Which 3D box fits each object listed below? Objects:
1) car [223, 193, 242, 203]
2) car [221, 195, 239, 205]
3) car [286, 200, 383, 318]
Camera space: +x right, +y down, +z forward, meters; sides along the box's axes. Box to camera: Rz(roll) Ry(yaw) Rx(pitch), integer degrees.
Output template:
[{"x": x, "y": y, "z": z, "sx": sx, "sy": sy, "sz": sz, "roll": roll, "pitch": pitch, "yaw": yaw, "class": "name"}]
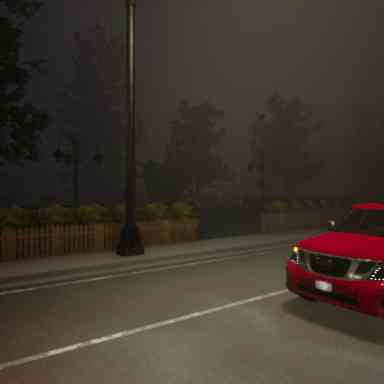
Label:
[{"x": 7.620, "y": 1.208, "z": 59.905, "sx": 2.150, "sy": 2.045, "sz": 5.566, "roll": 0, "pitch": 0, "yaw": -35, "class": "car"}, {"x": 5.246, "y": 1.593, "z": 57.188, "sx": 1.895, "sy": 1.301, "sz": 4.718, "roll": 0, "pitch": 0, "yaw": -36, "class": "car"}, {"x": 4.478, "y": 1.220, "z": 7.154, "sx": 5.566, "sy": 2.045, "sz": 2.150, "roll": 0, "pitch": 0, "yaw": -35, "class": "car"}]
